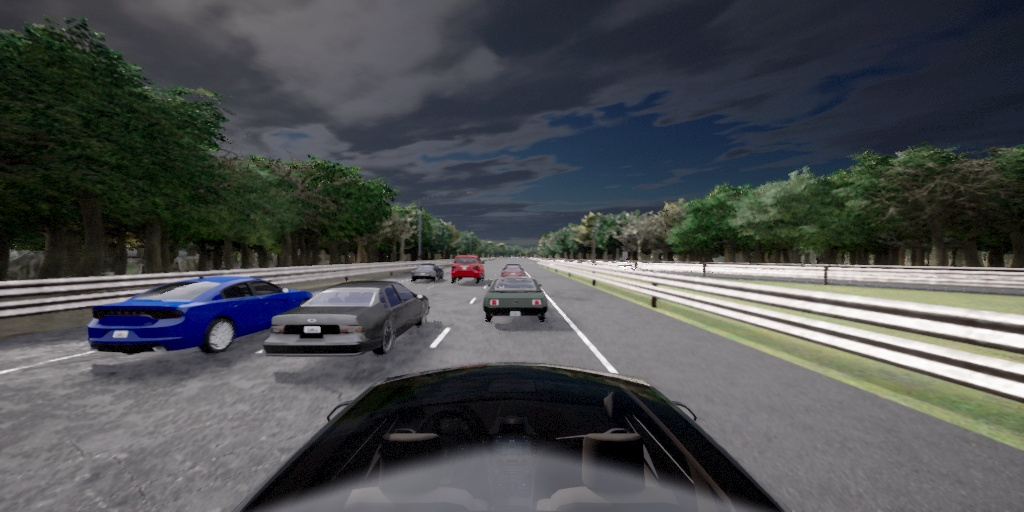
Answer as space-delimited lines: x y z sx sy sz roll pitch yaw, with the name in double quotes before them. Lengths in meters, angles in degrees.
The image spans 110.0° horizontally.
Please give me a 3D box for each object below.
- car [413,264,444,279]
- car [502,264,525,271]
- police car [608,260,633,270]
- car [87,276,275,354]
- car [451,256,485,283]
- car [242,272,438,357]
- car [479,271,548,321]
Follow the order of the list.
"car" -6.892 1.331 29.682 1.994 1.385 4.181 1 0 0
"car" 0.098 1.340 29.639 1.994 1.385 4.181 0 0 0
"police car" 17.019 1.455 57.040 2.038 1.542 4.974 0 0 -17
"car" -6.897 1.230 8.794 1.882 1.535 5.008 0 0 0
"car" -3.400 0.995 28.295 2.150 2.045 5.566 0 0 0
"car" -3.405 1.300 8.603 2.033 1.411 5.357 0 0 0
"car" 0.099 1.355 12.422 1.895 1.301 4.718 0 0 0
